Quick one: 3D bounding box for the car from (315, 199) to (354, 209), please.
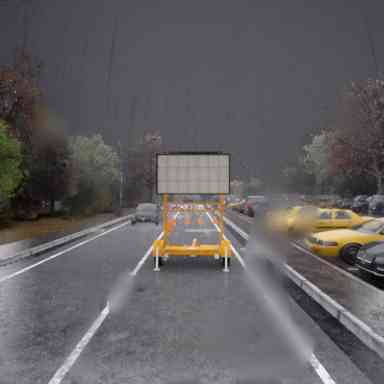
[{"bbox_3d":[20.244,1.684,47.419,4.674,1.452,2.002,0,0,0],"label":"car"}]

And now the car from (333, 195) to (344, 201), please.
[{"bbox_3d":[20.152,1.348,38.985,5.566,2.045,2.435,0,0,0],"label":"car"}]

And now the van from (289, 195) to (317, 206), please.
[{"bbox_3d":[20.458,1.492,61.270,4.442,1.987,1.878,0,0,0],"label":"van"}]

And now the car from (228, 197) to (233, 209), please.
[{"bbox_3d":[7.072,1.636,39.169,4.792,1.488,2.163,0,0,0],"label":"car"}]

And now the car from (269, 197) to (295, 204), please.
[{"bbox_3d":[20.255,1.904,74.974,5.366,1.575,1.946,0,-1,0],"label":"car"}]

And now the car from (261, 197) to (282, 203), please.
[{"bbox_3d":[20.515,2.147,86.177,5.008,1.535,2.097,0,-1,0],"label":"car"}]

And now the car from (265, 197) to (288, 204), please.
[{"bbox_3d":[20.474,2.027,80.512,4.892,1.521,2.231,0,-1,0],"label":"car"}]

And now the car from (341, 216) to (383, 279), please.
[{"bbox_3d":[6.888,1.554,8.643,4.892,1.521,2.231,0,0,0],"label":"car"}]

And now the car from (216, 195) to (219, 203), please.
[{"bbox_3d":[7.236,1.710,58.601,5.008,1.535,2.097,0,0,0],"label":"car"}]

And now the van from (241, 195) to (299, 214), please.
[{"bbox_3d":[7.158,1.336,30.841,4.442,1.987,1.878,0,0,0],"label":"van"}]

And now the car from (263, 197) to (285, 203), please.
[{"bbox_3d":[20.495,2.085,83.282,5.008,1.535,2.097,0,-1,0],"label":"car"}]

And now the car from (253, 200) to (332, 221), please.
[{"bbox_3d":[6.975,1.527,22.512,4.892,1.521,2.231,0,0,0],"label":"car"}]

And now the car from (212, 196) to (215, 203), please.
[{"bbox_3d":[7.330,1.504,66.931,5.566,2.045,2.435,0,0,0],"label":"car"}]

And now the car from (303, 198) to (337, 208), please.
[{"bbox_3d":[20.278,1.713,52.834,4.674,1.452,2.002,0,0,0],"label":"car"}]

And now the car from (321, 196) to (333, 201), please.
[{"bbox_3d":[20.215,1.628,44.525,5.008,1.535,2.097,0,0,0],"label":"car"}]

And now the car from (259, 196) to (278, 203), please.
[{"bbox_3d":[20.508,2.078,88.825,4.553,1.767,2.185,0,-1,0],"label":"car"}]

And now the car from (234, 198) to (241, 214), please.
[{"bbox_3d":[7.032,1.606,33.617,4.792,1.488,2.163,0,0,0],"label":"car"}]

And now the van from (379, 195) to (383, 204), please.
[{"bbox_3d":[20.237,1.329,30.674,4.442,1.987,1.878,0,0,0],"label":"van"}]

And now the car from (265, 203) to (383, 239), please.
[{"bbox_3d":[6.757,1.524,17.093,5.366,1.575,1.946,0,0,0],"label":"car"}]

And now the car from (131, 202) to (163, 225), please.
[{"bbox_3d":[-3.217,1.560,24.380,1.837,1.490,4.892,0,0,0],"label":"car"}]

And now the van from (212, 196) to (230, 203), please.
[{"bbox_3d":[7.558,1.930,86.343,4.442,1.987,1.878,0,-1,0],"label":"van"}]

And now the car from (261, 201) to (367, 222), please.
[{"bbox_3d":[7.147,1.521,19.743,5.366,1.575,1.946,0,0,0],"label":"car"}]

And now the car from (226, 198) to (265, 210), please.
[{"bbox_3d":[7.148,1.637,44.721,4.892,1.521,2.231,0,0,0],"label":"car"}]

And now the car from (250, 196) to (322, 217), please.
[{"bbox_3d":[7.033,1.409,25.291,4.553,1.767,2.185,0,0,0],"label":"car"}]

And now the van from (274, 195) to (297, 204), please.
[{"bbox_3d":[20.303,1.622,72.211,4.442,1.987,1.878,0,-1,0],"label":"van"}]

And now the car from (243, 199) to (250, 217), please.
[{"bbox_3d":[7.051,1.577,28.064,4.792,1.488,2.163,0,0,0],"label":"car"}]

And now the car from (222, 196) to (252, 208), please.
[{"bbox_3d":[7.170,1.555,53.050,4.553,1.767,2.185,0,0,0],"label":"car"}]

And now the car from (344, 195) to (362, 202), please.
[{"bbox_3d":[20.132,1.333,36.215,5.566,2.045,2.435,0,0,0],"label":"car"}]

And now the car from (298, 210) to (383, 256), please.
[{"bbox_3d":[6.716,1.540,11.420,5.366,1.575,1.946,0,0,0],"label":"car"}]

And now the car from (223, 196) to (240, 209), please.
[{"bbox_3d":[6.936,1.618,41.946,5.366,1.575,1.946,0,0,0],"label":"car"}]

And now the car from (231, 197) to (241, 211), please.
[{"bbox_3d":[7.052,1.621,36.393,4.792,1.488,2.163,0,0,0],"label":"car"}]

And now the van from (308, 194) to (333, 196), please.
[{"bbox_3d":[20.378,1.433,50.190,4.442,1.987,1.878,0,0,0],"label":"van"}]

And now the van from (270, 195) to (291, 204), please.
[{"bbox_3d":[20.577,1.741,77.747,4.442,1.987,1.878,0,-1,0],"label":"van"}]

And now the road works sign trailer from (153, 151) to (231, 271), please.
[{"bbox_3d":[0.052,0.483,10.952,2.380,3.560,2.880,0,0,3],"label":"road works sign trailer"}]

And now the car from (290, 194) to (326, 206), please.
[{"bbox_3d":[20.292,1.452,58.501,5.566,2.045,2.435,0,0,0],"label":"car"}]

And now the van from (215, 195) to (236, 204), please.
[{"bbox_3d":[7.225,1.633,72.467,4.442,1.987,1.878,0,-1,0],"label":"van"}]

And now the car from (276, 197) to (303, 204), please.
[{"bbox_3d":[20.405,1.788,69.435,5.008,1.535,2.097,0,-1,0],"label":"car"}]

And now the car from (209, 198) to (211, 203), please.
[{"bbox_3d":[7.427,2.096,83.563,5.008,1.535,2.097,0,-1,0],"label":"car"}]

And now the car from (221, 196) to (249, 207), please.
[{"bbox_3d":[7.190,1.570,55.826,4.553,1.767,2.185,0,0,0],"label":"car"}]

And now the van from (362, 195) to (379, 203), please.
[{"bbox_3d":[20.023,1.343,33.446,4.442,1.987,1.878,0,0,0],"label":"van"}]

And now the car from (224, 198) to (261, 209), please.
[{"bbox_3d":[7.155,1.652,47.497,4.892,1.521,2.231,0,0,0],"label":"car"}]

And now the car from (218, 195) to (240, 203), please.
[{"bbox_3d":[6.996,1.663,50.274,5.366,1.575,1.946,0,0,0],"label":"car"}]

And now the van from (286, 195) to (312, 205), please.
[{"bbox_3d":[20.476,1.506,63.915,4.442,1.987,1.878,0,0,0],"label":"van"}]

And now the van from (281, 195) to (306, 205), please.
[{"bbox_3d":[20.264,1.522,66.820,4.442,1.987,1.878,0,-1,0],"label":"van"}]
